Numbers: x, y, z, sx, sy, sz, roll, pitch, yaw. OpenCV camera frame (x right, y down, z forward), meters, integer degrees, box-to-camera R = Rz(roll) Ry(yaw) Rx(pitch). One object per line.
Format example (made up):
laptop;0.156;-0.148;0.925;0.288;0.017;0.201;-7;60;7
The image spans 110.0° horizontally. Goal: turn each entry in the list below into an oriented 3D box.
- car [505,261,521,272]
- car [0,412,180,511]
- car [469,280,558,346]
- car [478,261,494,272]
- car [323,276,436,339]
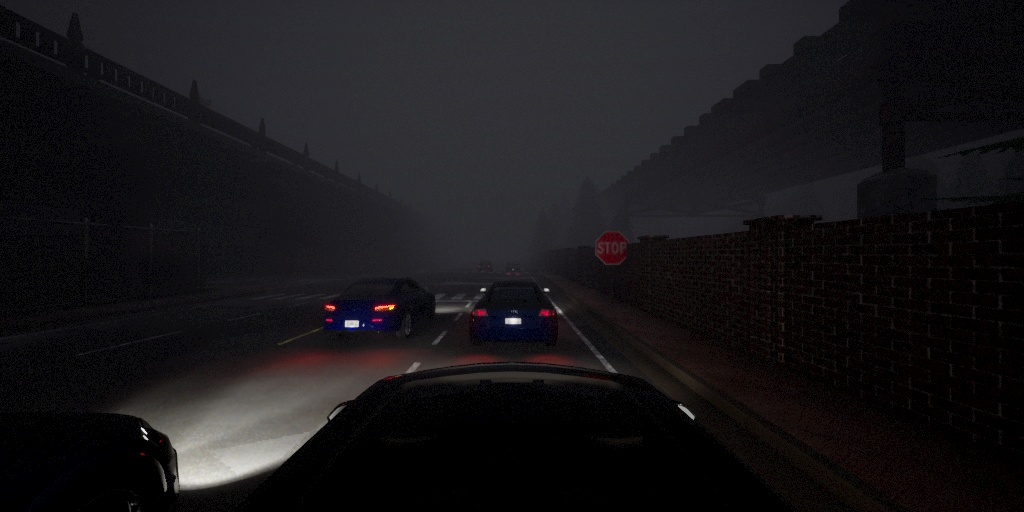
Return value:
car;0.109;1.351;46.211;1.895;1.301;4.718;0;0;-1
car;-3.399;1.314;0.835;1.994;1.385;4.181;0;0;0
car;0.070;1.314;9.407;1.994;1.385;4.181;0;0;1
car;-3.386;1.297;46.022;2.033;1.411;5.357;0;0;-1
car;-3.411;1.276;9.930;1.812;1.442;4.674;0;0;0
